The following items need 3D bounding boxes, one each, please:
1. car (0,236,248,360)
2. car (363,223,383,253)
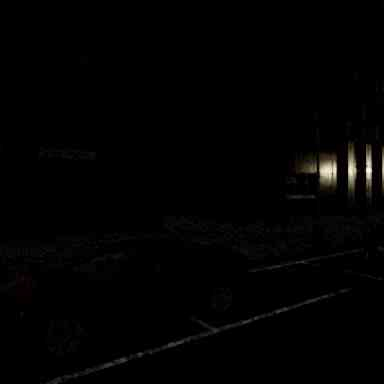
[{"bbox_3d":[-0.994,1.542,5.936,4.507,1.381,1.887,0,0,-35],"label":"car"},{"bbox_3d":[8.198,1.552,12.462,4.313,1.339,1.947,0,0,-35],"label":"car"}]
